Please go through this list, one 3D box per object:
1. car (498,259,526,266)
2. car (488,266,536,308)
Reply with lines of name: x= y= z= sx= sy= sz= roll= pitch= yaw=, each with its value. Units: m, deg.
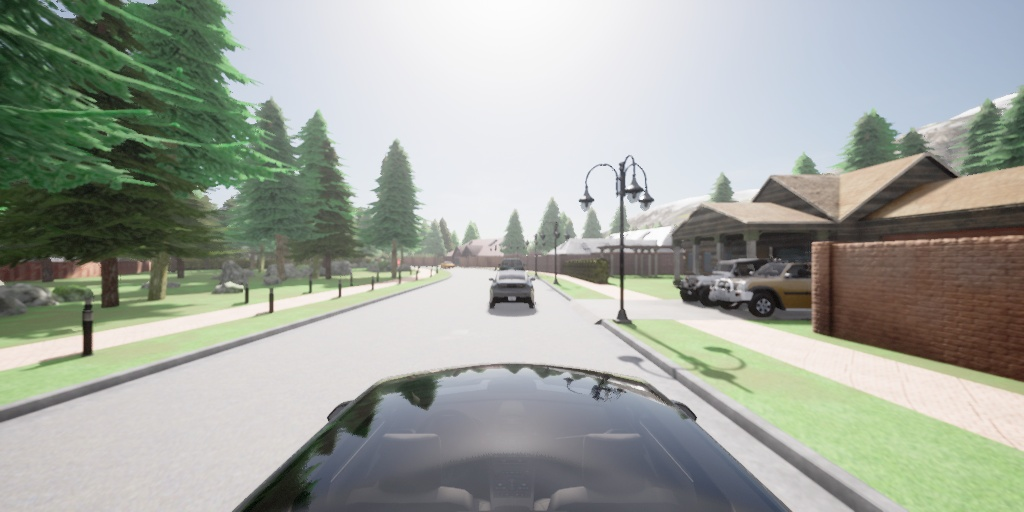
car: x=-0.009 y=1.240 z=30.823 sx=2.150 sy=2.045 sz=5.566 roll=0 pitch=0 yaw=0
car: x=0.002 y=1.393 z=16.109 sx=1.837 sy=1.490 sz=4.892 roll=0 pitch=0 yaw=0
